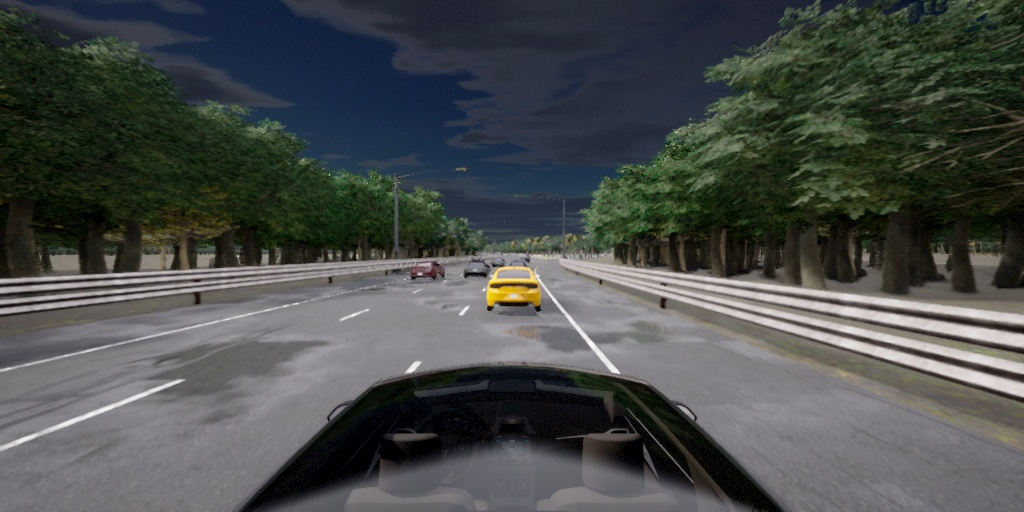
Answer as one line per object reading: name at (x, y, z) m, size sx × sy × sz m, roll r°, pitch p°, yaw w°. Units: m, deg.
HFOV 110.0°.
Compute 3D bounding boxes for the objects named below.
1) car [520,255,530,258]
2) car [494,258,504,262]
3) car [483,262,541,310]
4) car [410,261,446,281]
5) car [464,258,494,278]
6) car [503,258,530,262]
car at (1.192, 1.000, 49.833) m, size 2.033 × 1.411 × 5.357 m, roll 0°, pitch 0°, yaw 3°
car at (-1.991, 0.974, 54.507) m, size 1.994 × 1.385 × 4.181 m, roll 0°, pitch 0°, yaw 3°
car at (0.092, 1.160, 14.224) m, size 1.882 × 1.535 × 5.008 m, roll 0°, pitch 0°, yaw 1°
car at (-6.557, 1.116, 28.133) m, size 1.812 × 1.442 × 4.674 m, roll 0°, pitch 0°, yaw 2°
car at (-2.954, 1.140, 31.401) m, size 1.994 × 1.385 × 4.181 m, roll 0°, pitch 0°, yaw 2°
car at (0.523, 1.137, 33.222) m, size 1.994 × 1.385 × 4.181 m, roll 0°, pitch 0°, yaw 2°
